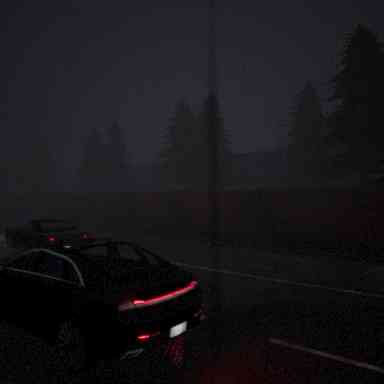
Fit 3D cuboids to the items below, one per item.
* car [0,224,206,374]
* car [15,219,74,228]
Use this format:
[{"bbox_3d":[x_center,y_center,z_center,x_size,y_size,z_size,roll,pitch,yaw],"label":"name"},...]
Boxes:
[{"bbox_3d":[-2.058,1.576,5.784,4.902,1.511,2.128,-1,-1,39],"label":"car"},{"bbox_3d":[-6.268,1.816,14.148,4.718,1.301,1.895,-1,-1,45],"label":"car"}]
